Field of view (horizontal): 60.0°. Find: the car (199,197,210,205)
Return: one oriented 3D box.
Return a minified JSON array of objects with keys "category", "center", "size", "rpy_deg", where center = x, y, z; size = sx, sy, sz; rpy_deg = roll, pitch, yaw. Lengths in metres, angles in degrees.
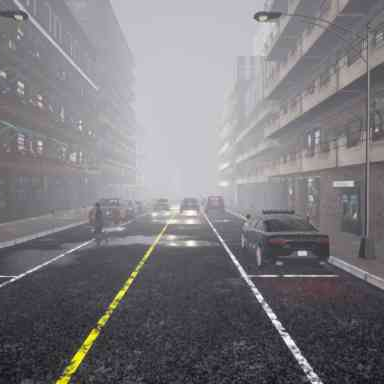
[{"category":"car","center":[2.185,1.576,58.153],"size":[1.802,1.307,4.206],"rpy_deg":[-1,0,0]}]

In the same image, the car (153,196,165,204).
[{"category":"car","center":[-6.244,1.520,63.608],"size":[1.752,1.417,4.829],"rpy_deg":[-1,0,0]}]

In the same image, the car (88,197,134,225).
[{"category":"car","center":[-5.908,1.310,24.131],"size":[2.192,1.841,5.009],"rpy_deg":[-1,0,0]}]

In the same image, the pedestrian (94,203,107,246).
[{"category":"pedestrian","center":[-3.861,1.291,13.751],"size":[0.375,1.860,0.375],"rpy_deg":[-1,1,-5]}]

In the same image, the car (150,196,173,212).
[{"category":"car","center":[-3.426,1.499,38.383],"size":[1.837,1.490,4.892],"rpy_deg":[0,0,0]}]

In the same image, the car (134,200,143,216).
[{"category":"car","center":[-5.955,1.434,29.794],"size":[1.967,1.590,4.097],"rpy_deg":[-1,0,0]}]

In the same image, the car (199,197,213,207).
[{"category":"car","center":[2.233,1.560,52.489],"size":[1.947,1.339,4.313],"rpy_deg":[-1,0,0]}]

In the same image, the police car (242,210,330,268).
[{"category":"police car","center":[2.905,1.423,11.402],"size":[1.930,1.638,5.238],"rpy_deg":[0,0,0]}]

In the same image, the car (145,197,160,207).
[{"category":"car","center":[-6.147,1.520,52.280],"size":[1.752,1.417,4.829],"rpy_deg":[-1,0,0]}]

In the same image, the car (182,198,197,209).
[{"category":"car","center":[-0.328,1.595,46.930],"size":[1.895,1.301,4.718],"rpy_deg":[0,0,0]}]

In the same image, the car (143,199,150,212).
[{"category":"car","center":[-6.002,1.560,35.458],"size":[1.947,1.339,4.313],"rpy_deg":[-1,0,0]}]

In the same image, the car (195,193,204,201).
[{"category":"car","center":[1.938,1.314,86.471],"size":[2.192,1.841,5.009],"rpy_deg":[-1,0,0]}]

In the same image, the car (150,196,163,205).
[{"category":"car","center":[-6.195,1.520,57.944],"size":[1.752,1.417,4.829],"rpy_deg":[-1,0,0]}]

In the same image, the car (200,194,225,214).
[{"category":"car","center":[2.374,1.309,35.498],"size":[2.192,1.841,5.009],"rpy_deg":[-1,0,0]}]

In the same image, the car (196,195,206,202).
[{"category":"car","center":[2.037,1.436,75.143],"size":[1.967,1.590,4.097],"rpy_deg":[-1,0,0]}]

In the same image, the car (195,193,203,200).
[{"category":"car","center":[1.890,1.316,92.134],"size":[2.192,1.841,5.009],"rpy_deg":[-1,0,0]}]

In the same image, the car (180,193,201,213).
[{"category":"car","center":[-0.233,1.346,37.125],"size":[2.097,1.767,4.553],"rpy_deg":[0,0,0]}]
